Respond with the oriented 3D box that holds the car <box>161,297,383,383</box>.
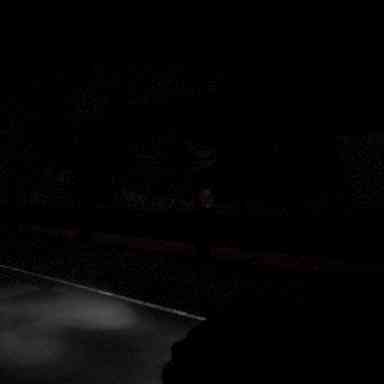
[{"bbox_3d":[2.057,1.601,2.526,4.718,1.301,1.895,0,0,35],"label":"car"}]
